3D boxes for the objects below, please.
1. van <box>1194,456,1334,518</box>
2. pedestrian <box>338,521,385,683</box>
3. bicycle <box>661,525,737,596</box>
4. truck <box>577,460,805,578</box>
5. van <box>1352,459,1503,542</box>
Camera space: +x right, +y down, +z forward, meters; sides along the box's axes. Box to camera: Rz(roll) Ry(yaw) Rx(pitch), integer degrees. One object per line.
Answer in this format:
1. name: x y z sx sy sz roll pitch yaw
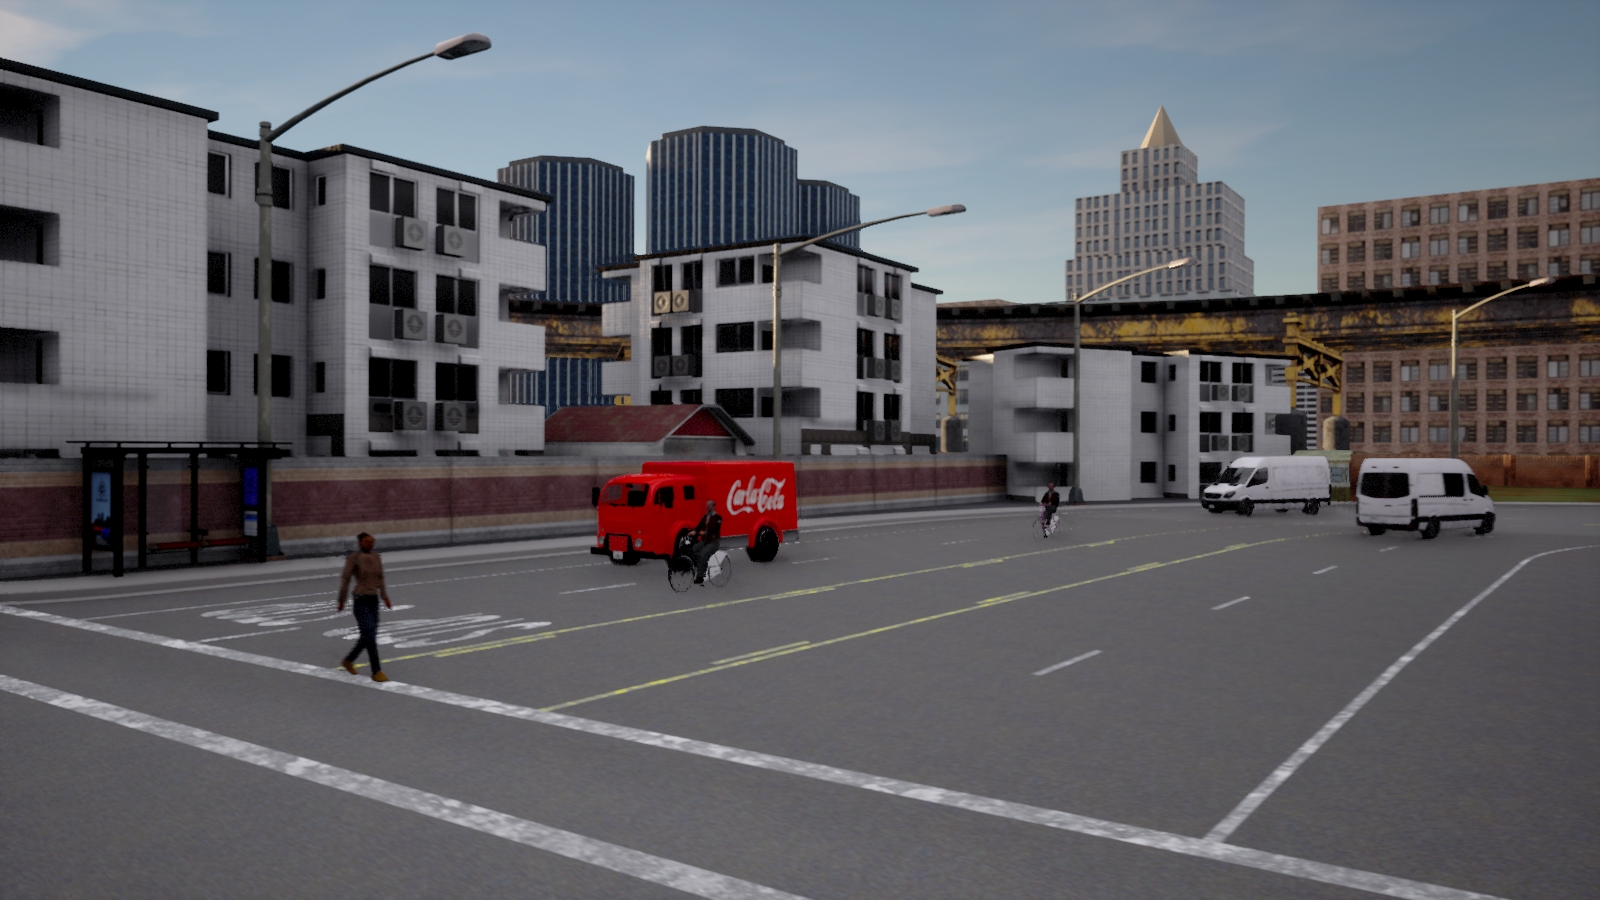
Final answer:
1. van: 20.170 1.551 49.608 5.915 2.561 1.988 0 0 -22
2. pedestrian: -5.247 1.799 13.666 0.375 1.860 0.375 0 0 34
3. bicycle: -1.947 2.124 22.236 0.329 1.251 1.835 0 0 36
4. truck: -2.487 1.507 27.400 2.627 2.467 5.204 0 0 36
5. van: 20.867 1.571 37.889 5.915 2.561 1.988 0 0 -36
